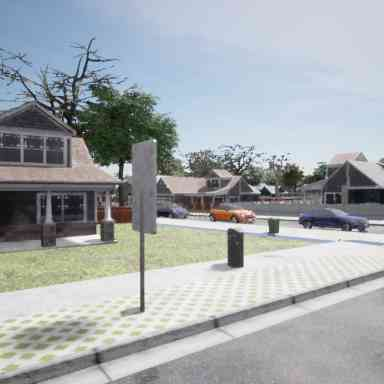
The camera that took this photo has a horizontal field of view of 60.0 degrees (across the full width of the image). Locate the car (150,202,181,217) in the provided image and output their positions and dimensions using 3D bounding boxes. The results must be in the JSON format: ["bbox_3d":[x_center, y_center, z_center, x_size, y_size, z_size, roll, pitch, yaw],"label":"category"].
[{"bbox_3d":[-3.629,2.286,44.756,2.097,1.767,4.553,0,-1,-38],"label":"car"}]

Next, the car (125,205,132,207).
[{"bbox_3d":[-8.581,2.553,46.438,1.837,1.490,4.892,0,-1,-35],"label":"car"}]

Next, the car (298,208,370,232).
[{"bbox_3d":[9.306,1.817,22.181,1.812,1.442,4.674,0,-1,-33],"label":"car"}]

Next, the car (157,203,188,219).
[{"bbox_3d":[-2.386,2.155,38.281,2.097,1.767,4.553,0,-1,-37],"label":"car"}]

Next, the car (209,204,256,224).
[{"bbox_3d":[3.620,1.901,30.153,2.097,1.767,4.553,0,-1,-36],"label":"car"}]
